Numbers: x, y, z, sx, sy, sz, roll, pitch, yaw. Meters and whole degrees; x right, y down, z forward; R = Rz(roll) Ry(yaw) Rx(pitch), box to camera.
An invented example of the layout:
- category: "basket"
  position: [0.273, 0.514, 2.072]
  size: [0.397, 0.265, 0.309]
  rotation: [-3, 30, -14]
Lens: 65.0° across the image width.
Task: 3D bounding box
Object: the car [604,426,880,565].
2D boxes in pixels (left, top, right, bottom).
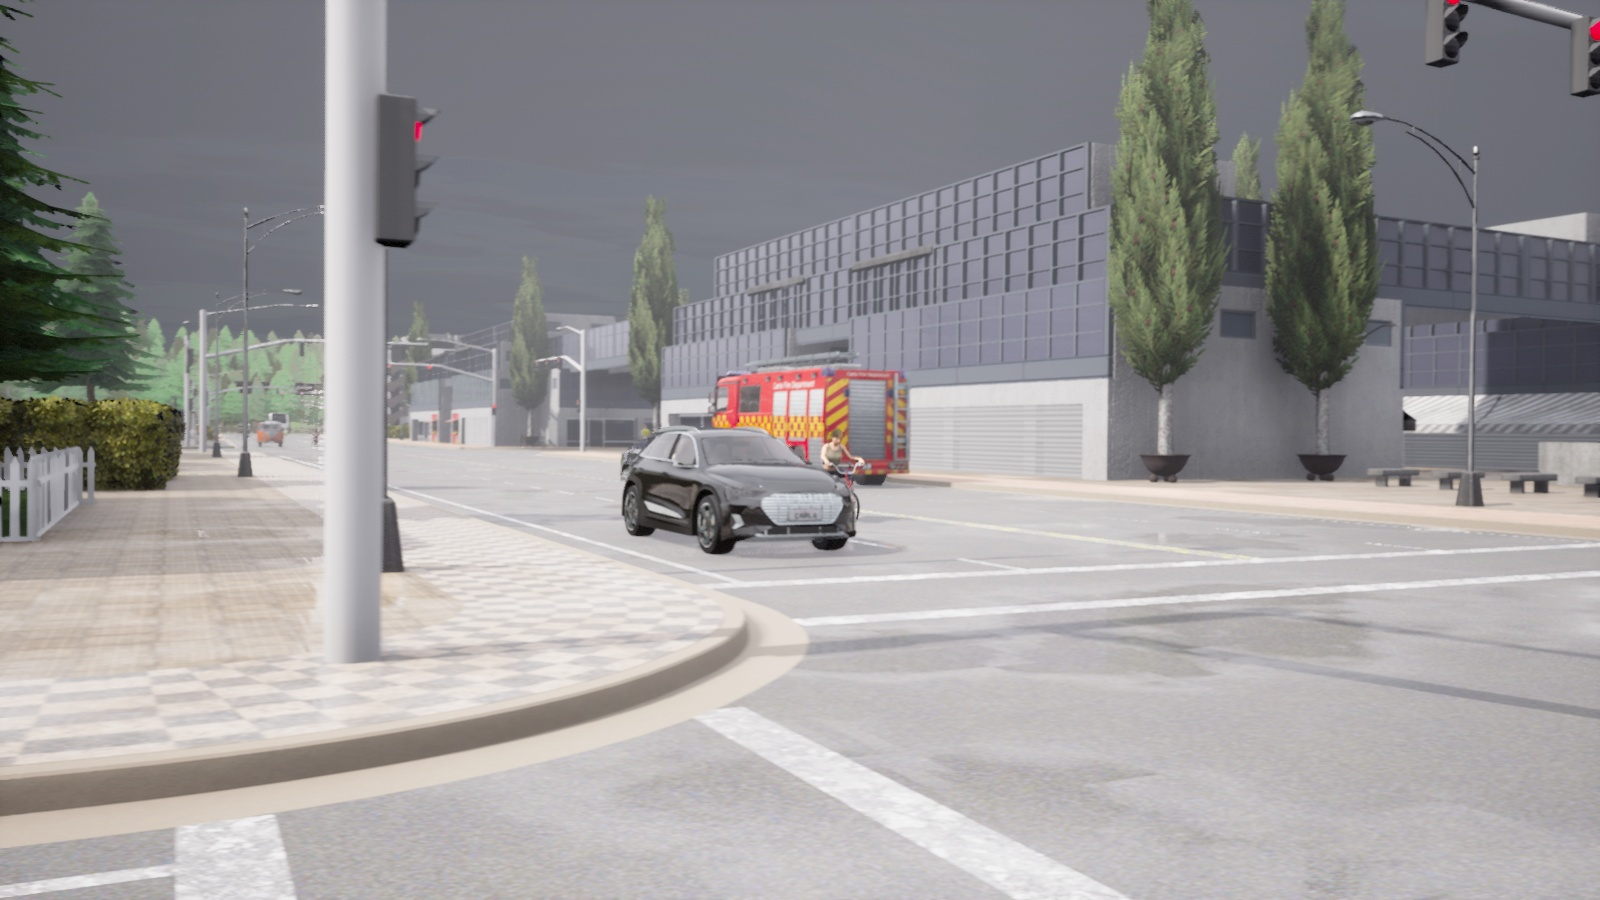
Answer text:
- category: "car"
  position: [-0.998, 0.519, 17.600]
  size: [2.033, 1.649, 4.856]
  rotation: [-1, 1, -27]

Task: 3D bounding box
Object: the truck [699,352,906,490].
- category: "truck"
  position: [-0.183, -0.861, 39.236]
  size: [2.891, 3.827, 8.468]
  rotation: [-1, 1, -27]

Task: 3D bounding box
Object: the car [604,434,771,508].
- category: "car"
  position: [-2.689, 0.424, 28.713]
  size: [2.128, 1.511, 4.902]
  rotation: [-1, 1, -27]

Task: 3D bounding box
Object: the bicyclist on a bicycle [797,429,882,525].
- category: "bicyclist on a bicycle"
  position: [0.678, 0.448, 22.058]
  size: [0.866, 1.612, 1.509]
  rotation: [-1, 1, -26]
